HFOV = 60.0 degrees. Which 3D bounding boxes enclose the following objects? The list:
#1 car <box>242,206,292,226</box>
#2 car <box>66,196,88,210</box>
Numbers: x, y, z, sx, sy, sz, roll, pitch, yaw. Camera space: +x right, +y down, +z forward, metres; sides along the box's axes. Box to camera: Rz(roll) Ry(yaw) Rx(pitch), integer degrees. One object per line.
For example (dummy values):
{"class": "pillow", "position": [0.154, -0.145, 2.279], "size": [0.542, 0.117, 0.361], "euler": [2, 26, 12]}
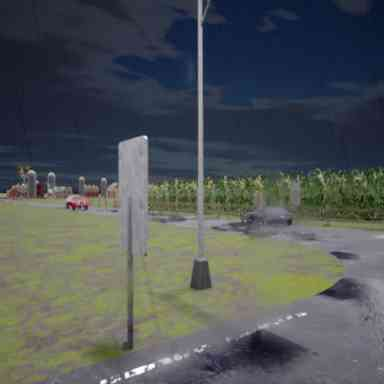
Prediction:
{"class": "car", "position": [5.314, 1.664, 24.035], "size": [1.994, 1.385, 4.181], "euler": [1, -1, -21]}
{"class": "car", "position": [-17.631, 1.617, 50.860], "size": [2.150, 2.045, 5.566], "euler": [0, 0, -34]}
